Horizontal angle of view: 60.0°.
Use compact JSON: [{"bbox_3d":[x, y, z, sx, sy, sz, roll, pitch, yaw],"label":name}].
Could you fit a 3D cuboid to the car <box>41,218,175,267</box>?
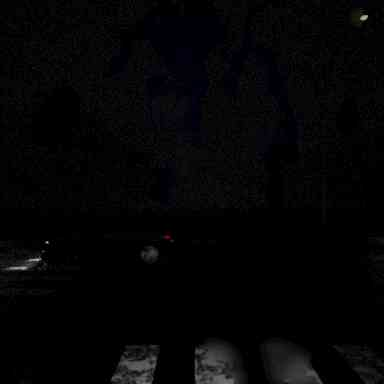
[{"bbox_3d":[-2.670,1.566,10.970,4.181,1.385,1.994,-1,0,1],"label":"car"}]
